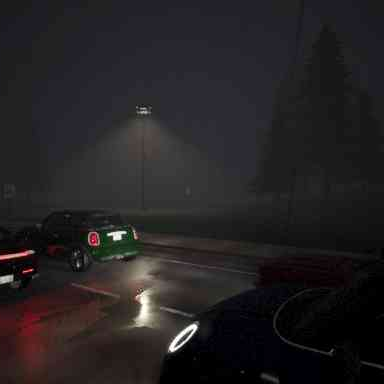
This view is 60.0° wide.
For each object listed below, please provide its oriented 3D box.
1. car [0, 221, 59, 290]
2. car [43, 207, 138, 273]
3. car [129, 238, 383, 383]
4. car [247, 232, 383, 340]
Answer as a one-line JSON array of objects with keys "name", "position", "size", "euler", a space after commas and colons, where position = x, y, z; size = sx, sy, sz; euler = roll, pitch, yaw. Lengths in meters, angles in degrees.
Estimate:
[{"name": "car", "position": [-5.605, 1.493, 7.890], "size": [4.902, 1.511, 2.128], "euler": [0, 0, 36]}, {"name": "car", "position": [-3.919, 1.354, 10.989], "size": [4.553, 1.767, 2.097], "euler": [0, 0, 36]}, {"name": "car", "position": [1.899, 1.352, 2.636], "size": [4.553, 1.767, 2.097], "euler": [0, 0, 36]}, {"name": "car", "position": [3.527, 1.601, 5.775], "size": [4.718, 1.301, 1.895], "euler": [0, 0, 36]}]
